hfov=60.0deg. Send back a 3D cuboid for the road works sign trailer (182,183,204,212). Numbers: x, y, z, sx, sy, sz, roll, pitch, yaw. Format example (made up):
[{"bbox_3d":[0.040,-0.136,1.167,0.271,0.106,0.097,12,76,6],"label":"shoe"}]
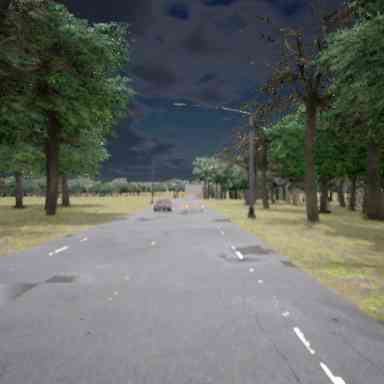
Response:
[{"bbox_3d":[0.178,0.693,42.499,2.380,3.560,2.880,0,0,-8],"label":"road works sign trailer"}]

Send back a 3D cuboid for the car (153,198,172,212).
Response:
[{"bbox_3d":[-3.601,1.575,41.728,2.097,1.767,4.553,0,0,0],"label":"car"}]
